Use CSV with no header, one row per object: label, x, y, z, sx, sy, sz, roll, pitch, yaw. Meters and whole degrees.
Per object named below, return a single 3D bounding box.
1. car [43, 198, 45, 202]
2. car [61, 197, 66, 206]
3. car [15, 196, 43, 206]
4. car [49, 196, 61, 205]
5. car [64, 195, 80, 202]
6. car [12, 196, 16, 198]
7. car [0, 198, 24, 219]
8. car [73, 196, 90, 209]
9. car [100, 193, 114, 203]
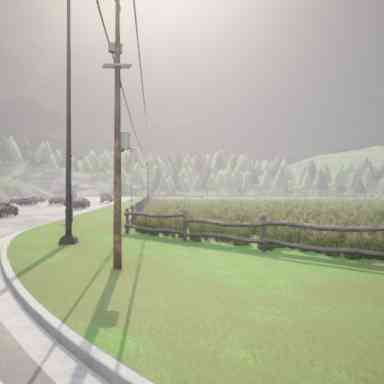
car,-31.816,1.523,68.470,1.994,1.385,4.181,0,0,-6
car,-19.613,1.482,54.869,1.837,1.490,4.892,0,0,-6
car,-26.630,1.480,54.608,1.837,1.490,4.892,0,0,-6
car,-23.645,1.481,58.489,1.837,1.490,4.892,0,0,-6
car,-24.814,1.345,68.843,2.033,1.411,5.357,0,0,-6
car,-30.707,1.499,58.666,1.812,1.442,4.674,0,0,-6
car,-16.670,1.512,28.768,1.812,1.442,4.674,0,0,-6
car,-14.915,1.460,44.440,1.882,1.535,5.008,0,0,-6
car,-17.879,1.200,70.033,2.150,2.045,5.566,0,0,-6
